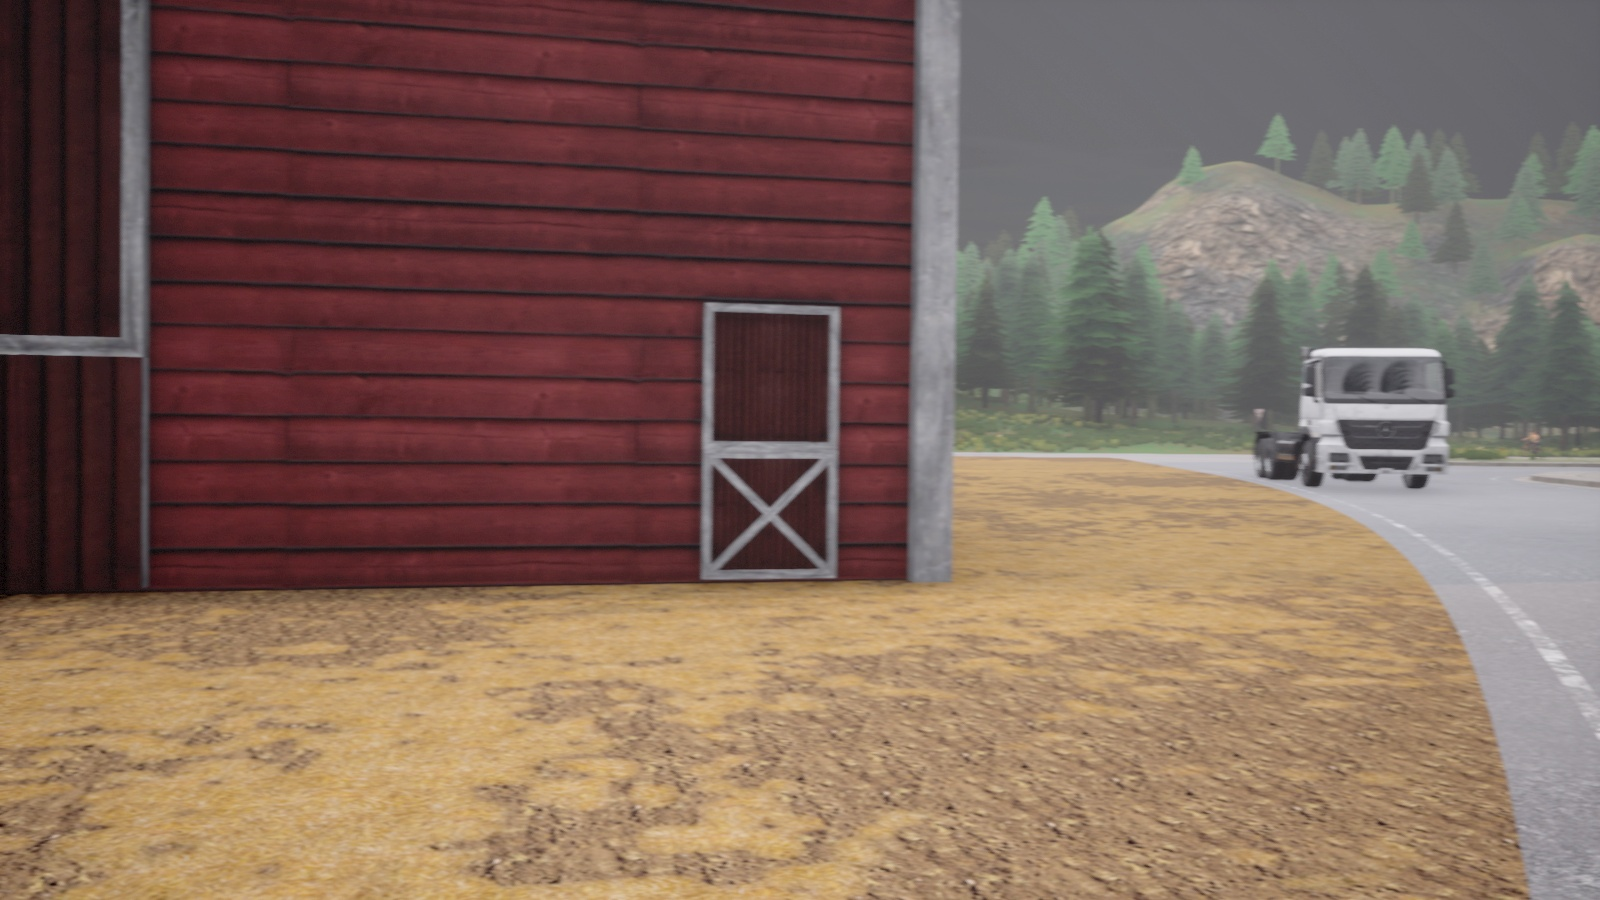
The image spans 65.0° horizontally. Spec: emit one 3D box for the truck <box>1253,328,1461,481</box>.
[{"bbox_3d":[14.159,-1.114,32.711,2.891,3.462,7.936,0,1,8],"label":"truck"}]
